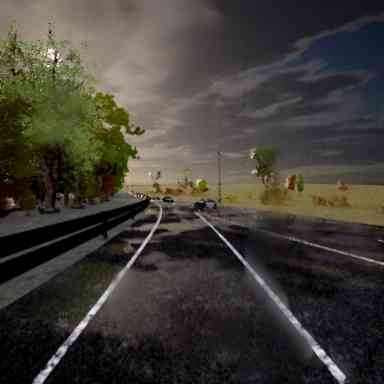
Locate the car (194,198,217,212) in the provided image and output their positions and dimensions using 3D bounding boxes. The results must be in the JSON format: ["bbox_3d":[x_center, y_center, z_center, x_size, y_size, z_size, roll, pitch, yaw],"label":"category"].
[{"bbox_3d":[1.520,1.446,38.816,2.128,1.511,4.902,0,0,-12],"label":"car"}]

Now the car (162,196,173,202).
[{"bbox_3d":[-5.320,1.527,71.164,1.994,1.385,4.181,0,0,-12],"label":"car"}]
